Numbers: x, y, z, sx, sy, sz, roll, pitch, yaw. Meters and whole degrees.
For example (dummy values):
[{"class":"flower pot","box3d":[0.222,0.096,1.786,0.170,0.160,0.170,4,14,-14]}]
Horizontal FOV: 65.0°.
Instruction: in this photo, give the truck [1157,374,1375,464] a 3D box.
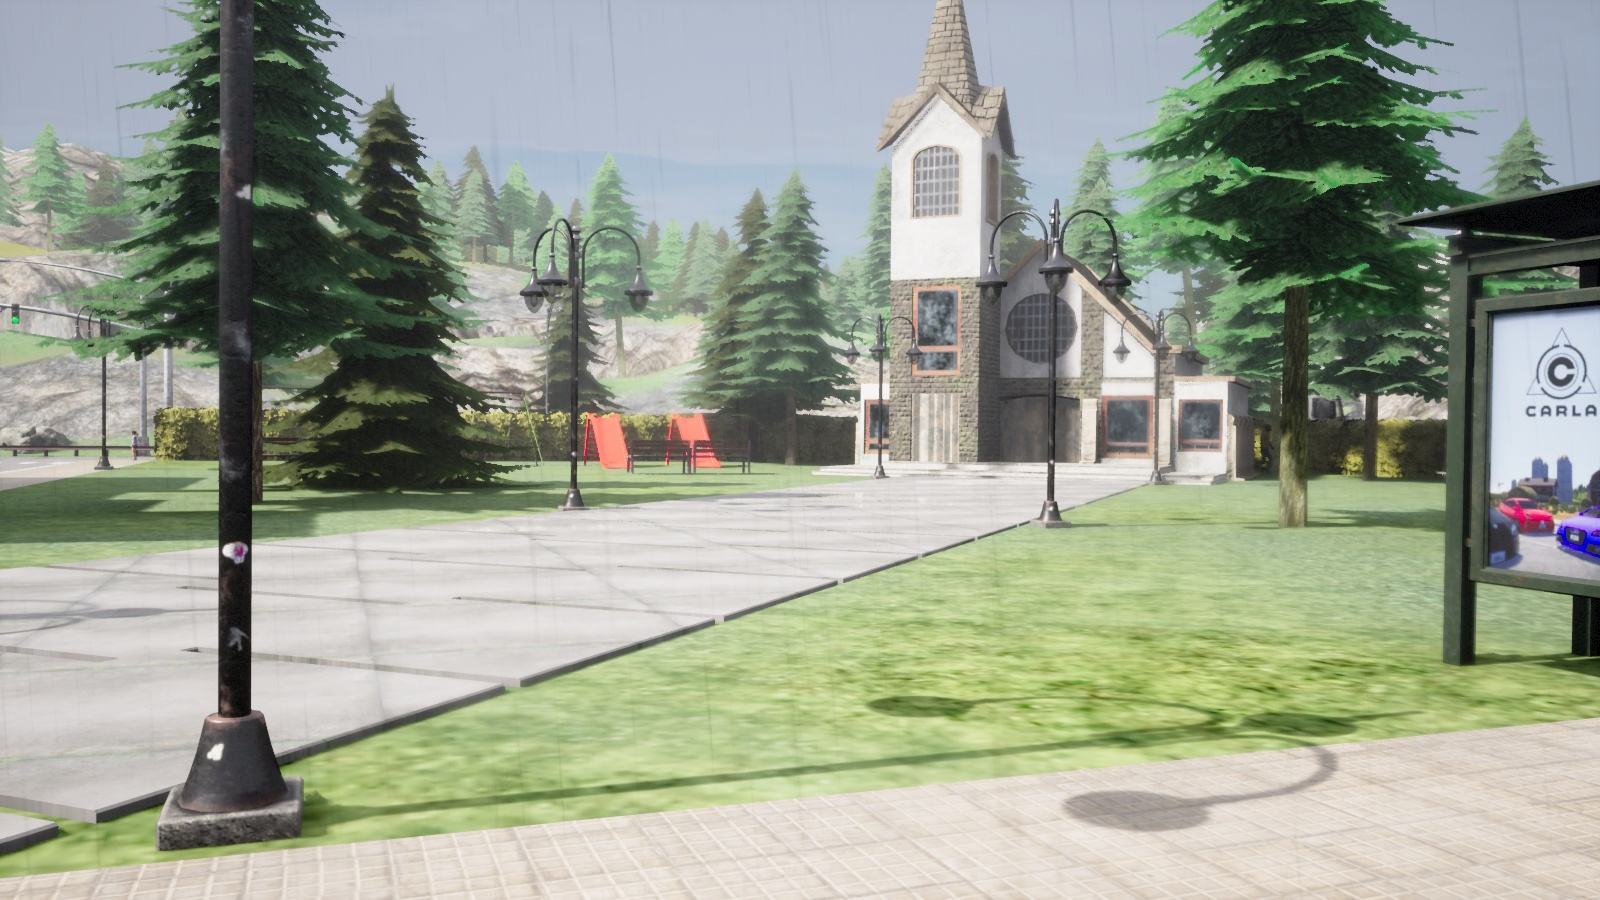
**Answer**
[{"class":"truck","box3d":[19.107,-1.234,51.847,7.936,3.462,2.891,0,1,40]}]

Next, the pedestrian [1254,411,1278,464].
[{"class":"pedestrian","box3d":[16.462,-0.446,44.356,0.726,1.835,0.370,0,1,28]}]
